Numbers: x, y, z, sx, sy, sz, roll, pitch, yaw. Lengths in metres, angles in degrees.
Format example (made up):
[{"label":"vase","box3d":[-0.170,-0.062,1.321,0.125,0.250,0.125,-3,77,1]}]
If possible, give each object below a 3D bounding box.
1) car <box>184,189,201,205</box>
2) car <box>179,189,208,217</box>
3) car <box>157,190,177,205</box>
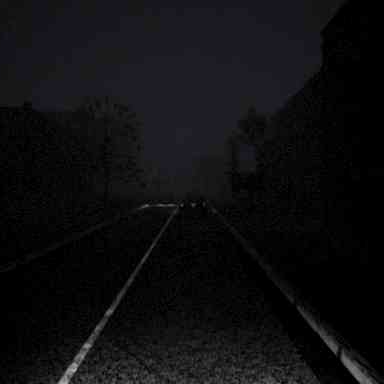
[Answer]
[{"label":"car","box3d":[0.083,0.576,42.054,2.097,1.767,4.553,0,1,0]},{"label":"car","box3d":[0.090,0.913,25.446,2.097,1.767,4.553,0,1,0]},{"label":"car","box3d":[-3.106,0.815,40.712,1.994,1.385,4.181,0,1,0]}]
